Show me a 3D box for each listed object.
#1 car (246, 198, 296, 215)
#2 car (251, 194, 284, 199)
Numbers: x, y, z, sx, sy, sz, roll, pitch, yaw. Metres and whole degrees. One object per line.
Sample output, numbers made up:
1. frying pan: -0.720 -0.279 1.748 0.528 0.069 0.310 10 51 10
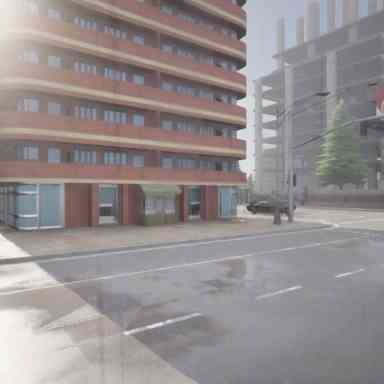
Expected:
1. car: 7.662 1.601 32.699 1.895 1.301 4.718 0 0 -36
2. car: 8.819 1.222 37.042 2.150 2.045 5.566 0 0 -36
